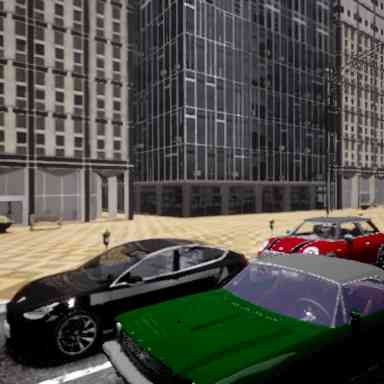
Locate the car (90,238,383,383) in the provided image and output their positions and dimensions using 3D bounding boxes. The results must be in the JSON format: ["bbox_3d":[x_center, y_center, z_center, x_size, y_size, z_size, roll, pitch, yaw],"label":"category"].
[{"bbox_3d":[1.358,1.596,4.329,4.718,1.301,1.895,0,0,-35],"label":"car"}]

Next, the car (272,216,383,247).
[{"bbox_3d":[3.665,1.429,9.180,4.097,1.590,1.967,0,0,-35],"label":"car"}]

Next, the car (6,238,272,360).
[{"bbox_3d":[-0.835,1.562,5.970,4.313,1.339,1.947,0,0,-35],"label":"car"}]
